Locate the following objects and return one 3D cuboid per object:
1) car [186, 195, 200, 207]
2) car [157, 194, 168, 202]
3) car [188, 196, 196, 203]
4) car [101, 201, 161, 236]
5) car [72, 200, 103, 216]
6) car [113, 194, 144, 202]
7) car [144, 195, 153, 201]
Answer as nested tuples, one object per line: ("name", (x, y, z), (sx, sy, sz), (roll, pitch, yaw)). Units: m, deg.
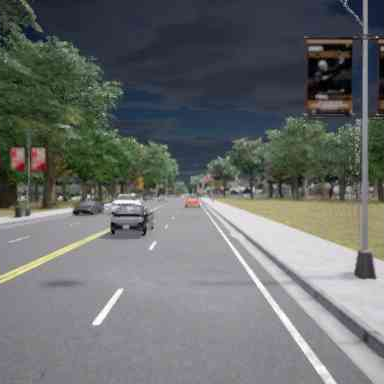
("car", (0.107, 1.332, 49.927), (2.097, 1.767, 4.553), (0, 0, 0))
("car", (-6.492, 1.338, 73.962), (2.097, 1.767, 4.553), (0, 0, 0))
("car", (0.008, 1.519, 71.718), (1.837, 1.490, 4.892), (0, 0, 0))
("car", (-3.148, 1.466, 18.313), (2.128, 1.511, 4.902), (0, 0, 0))
("car", (-9.843, 1.521, 32.166), (2.033, 1.411, 5.357), (0, 0, 0))
("car", (-6.593, 1.197, 33.594), (2.150, 2.045, 5.566), (0, 0, 0))
("car", (-9.742, 1.483, 73.932), (1.837, 1.490, 4.892), (0, 0, 0))
